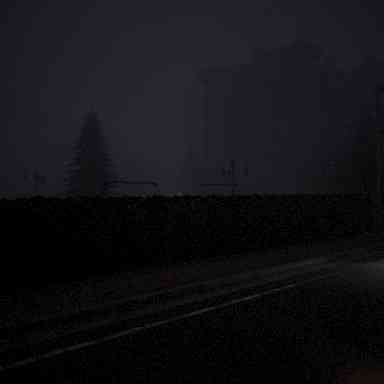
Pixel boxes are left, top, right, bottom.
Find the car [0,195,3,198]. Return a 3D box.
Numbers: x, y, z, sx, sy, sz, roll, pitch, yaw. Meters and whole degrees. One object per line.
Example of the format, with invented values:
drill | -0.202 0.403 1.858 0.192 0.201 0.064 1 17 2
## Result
car | -40.344 1.374 67.378 3.633 1.501 1.845 0 0 -38
